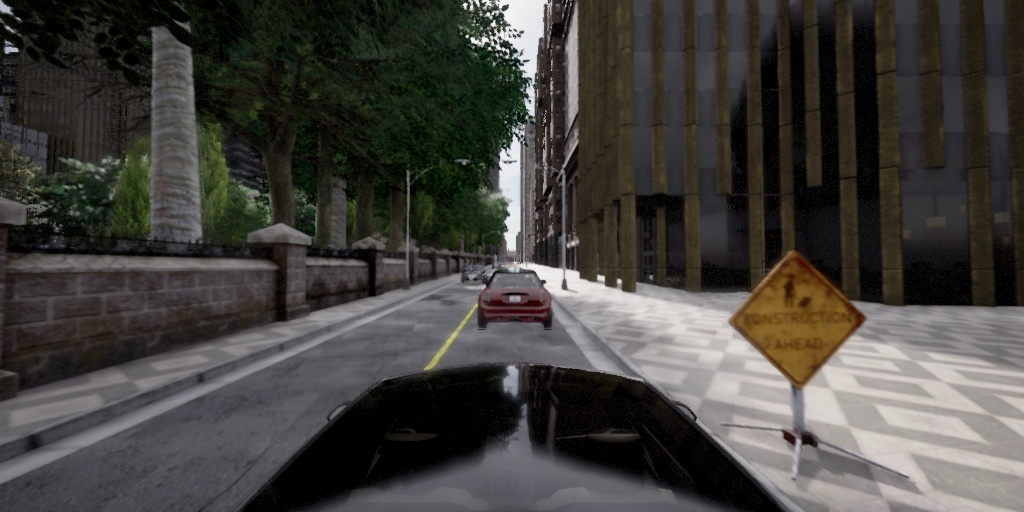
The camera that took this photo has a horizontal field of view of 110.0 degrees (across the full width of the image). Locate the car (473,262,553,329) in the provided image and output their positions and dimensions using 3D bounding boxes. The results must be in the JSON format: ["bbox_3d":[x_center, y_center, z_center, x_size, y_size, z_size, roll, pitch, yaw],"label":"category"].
[{"bbox_3d":[0.086,1.181,11.689,2.097,1.767,4.553,0,-1,0],"label":"car"}]

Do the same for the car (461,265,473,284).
[{"bbox_3d":[-3.100,1.466,29.971,2.128,1.511,4.902,0,0,0],"label":"car"}]

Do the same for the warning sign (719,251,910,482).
[{"bbox_3d":[2.716,0.879,3.383,1.300,1.860,1.060,0,0,0],"label":"warning sign"}]
